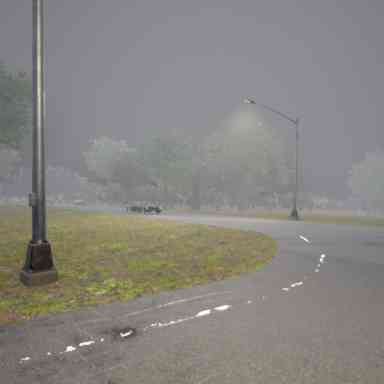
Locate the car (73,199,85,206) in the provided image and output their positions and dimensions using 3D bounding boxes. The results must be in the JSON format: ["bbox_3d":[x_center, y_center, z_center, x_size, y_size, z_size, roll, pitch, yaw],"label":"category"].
[{"bbox_3d":[-25.480,2.386,75.053,1.812,1.442,4.674,4,-3,-35],"label":"car"}]

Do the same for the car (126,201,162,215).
[{"bbox_3d":[-4.871,1.595,33.446,1.895,1.301,4.718,4,-3,-35],"label":"car"}]

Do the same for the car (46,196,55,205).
[{"bbox_3d":[-35.969,2.081,83.736,2.150,2.045,5.566,4,-3,-30],"label":"car"}]
